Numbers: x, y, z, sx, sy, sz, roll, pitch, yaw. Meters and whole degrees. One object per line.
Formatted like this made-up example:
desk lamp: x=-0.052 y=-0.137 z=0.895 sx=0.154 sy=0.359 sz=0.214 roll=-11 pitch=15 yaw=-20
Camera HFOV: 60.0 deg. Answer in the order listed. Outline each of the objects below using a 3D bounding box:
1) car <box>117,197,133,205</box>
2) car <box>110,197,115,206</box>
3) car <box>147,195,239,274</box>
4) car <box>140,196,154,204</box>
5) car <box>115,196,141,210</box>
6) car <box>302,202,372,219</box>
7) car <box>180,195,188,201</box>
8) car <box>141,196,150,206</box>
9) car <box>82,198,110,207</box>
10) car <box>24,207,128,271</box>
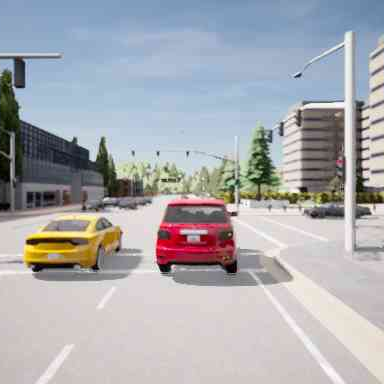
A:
car: x=-12.011 y=1.571 z=60.019 sx=1.895 sy=1.301 sz=4.718 roll=0 pitch=0 yaw=-1
car: x=-11.832 y=1.523 z=49.732 sx=2.033 sy=1.411 sz=5.357 roll=0 pitch=0 yaw=-1
car: x=0.320 y=1.216 z=10.744 sx=2.150 sy=2.045 sz=5.566 roll=0 pitch=0 yaw=6
car: x=-8.572 y=1.515 z=63.460 sx=2.033 sy=1.411 sz=5.357 roll=0 pitch=0 yaw=-1
car: x=-8.189 y=1.484 z=42.884 sx=1.837 sy=1.490 sz=4.892 roll=0 pitch=0 yaw=-1
car: x=12.222 y=1.530 z=28.097 sx=5.357 sy=1.411 sz=2.033 roll=0 pitch=0 yaw=-2
car: x=-1.971 y=1.482 z=80.772 sx=1.812 sy=1.442 sz=4.674 roll=0 pitch=0 yaw=-1
car: x=-8.402 y=1.465 z=53.096 sx=2.128 sy=1.511 sz=4.902 roll=0 pitch=0 yaw=-1
car: x=-11.606 y=1.473 z=39.479 sx=2.128 sy=1.511 sz=4.902 roll=0 pitch=0 yaw=-1
car: x=-3.586 y=1.472 z=10.934 sx=1.882 sy=1.535 sz=5.008 roll=0 pitch=0 yaw=-1
